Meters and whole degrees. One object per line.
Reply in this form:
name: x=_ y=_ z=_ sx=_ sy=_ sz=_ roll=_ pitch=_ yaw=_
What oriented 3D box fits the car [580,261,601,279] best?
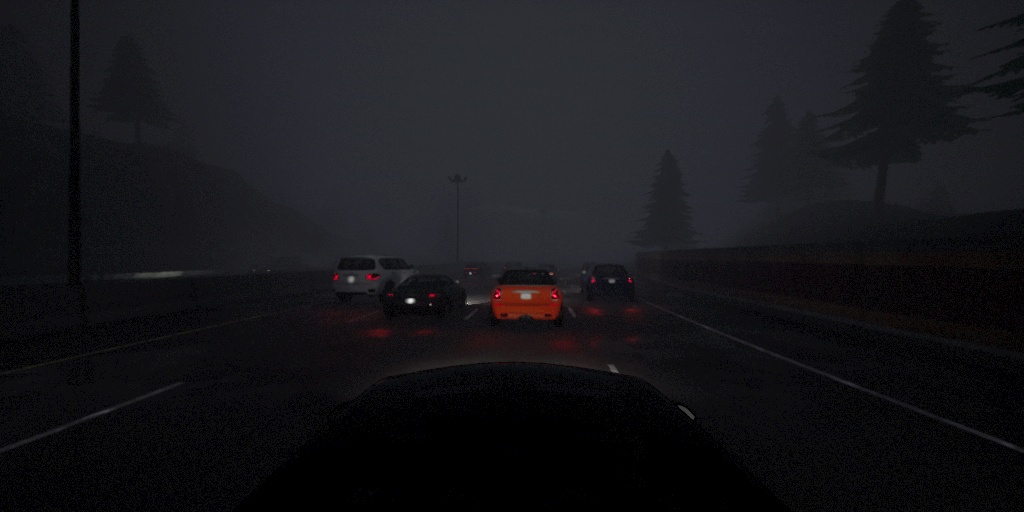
car: x=7.535 y=1.258 z=34.147 sx=1.882 sy=1.535 sz=5.008 roll=0 pitch=0 yaw=14

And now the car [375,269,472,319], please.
car: x=-2.918 y=1.328 z=12.831 sx=1.994 sy=1.385 sz=4.181 roll=0 pitch=0 yaw=4

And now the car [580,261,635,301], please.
car: x=4.582 y=1.116 z=17.730 sx=2.097 sy=1.767 sz=4.553 roll=0 pitch=0 yaw=6

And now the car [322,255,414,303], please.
car: x=-6.101 y=0.991 z=16.901 sx=2.150 sy=2.045 sz=5.566 roll=0 pitch=0 yaw=6

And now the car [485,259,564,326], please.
car: x=0.525 y=1.113 z=11.915 sx=2.097 sy=1.767 sz=4.553 roll=0 pitch=0 yaw=4

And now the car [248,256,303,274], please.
car: x=-24.265 y=1.026 z=37.249 sx=2.150 sy=2.045 sz=5.566 roll=0 pitch=0 yaw=12

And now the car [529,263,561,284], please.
car: x=2.746 y=1.325 z=28.919 sx=2.033 sy=1.411 sz=5.357 roll=0 pitch=0 yaw=11

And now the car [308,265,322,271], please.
car: x=-17.379 y=1.289 z=35.911 sx=2.128 sy=1.511 sz=4.902 roll=0 pitch=0 yaw=13

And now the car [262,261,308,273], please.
car: x=-21.201 y=1.400 z=34.875 sx=1.895 sy=1.301 sz=4.718 roll=0 pitch=0 yaw=12

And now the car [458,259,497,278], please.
car: x=-3.189 y=1.292 z=34.393 sx=1.837 sy=1.490 sz=4.892 roll=0 pitch=0 yaw=12
